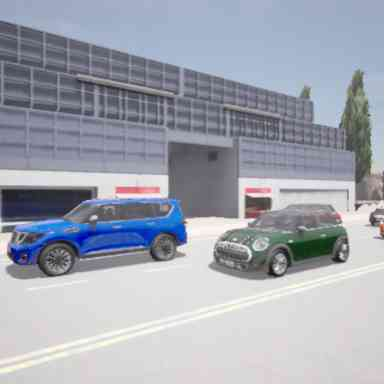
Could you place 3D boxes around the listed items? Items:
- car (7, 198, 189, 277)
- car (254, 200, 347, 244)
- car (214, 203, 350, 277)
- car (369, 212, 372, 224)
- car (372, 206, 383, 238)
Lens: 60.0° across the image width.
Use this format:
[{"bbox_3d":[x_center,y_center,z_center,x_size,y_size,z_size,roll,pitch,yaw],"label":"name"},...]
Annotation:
[{"bbox_3d":[-2.714,1.220,10.655,5.566,2.045,2.150,0,0,-36],"label":"car"},{"bbox_3d":[5.444,1.344,16.458,4.553,1.767,2.097,0,0,-35],"label":"car"},{"bbox_3d":[2.850,1.347,10.319,4.553,1.767,2.097,0,0,-35],"label":"car"},{"bbox_3d":[13.822,1.479,22.378,4.902,1.511,2.128,0,0,-35],"label":"car"},{"bbox_3d":[11.098,1.342,16.180,4.553,1.767,2.097,0,0,-35],"label":"car"}]
